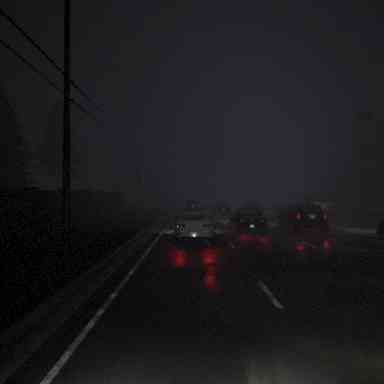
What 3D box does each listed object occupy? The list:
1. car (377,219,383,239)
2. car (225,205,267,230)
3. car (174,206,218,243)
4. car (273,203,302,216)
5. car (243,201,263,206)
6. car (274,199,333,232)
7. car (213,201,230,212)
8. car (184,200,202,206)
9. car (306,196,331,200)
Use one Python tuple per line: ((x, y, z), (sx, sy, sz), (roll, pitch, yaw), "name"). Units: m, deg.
((10.600, 1.612, 15.464), (2.128, 1.511, 4.902), (0, 0, 0), "car")
((3.600, 1.774, 22.165), (1.895, 1.301, 4.718), (0, 0, 0), "car")
((0.087, 1.657, 16.768), (1.812, 1.442, 4.674), (0, 0, 0), "car")
((10.600, 1.891, 37.363), (1.895, 1.301, 4.718), (0, 0, 0), "car")
((7.100, 1.794, 38.876), (2.128, 1.511, 4.902), (0, 0, 0), "car")
((7.100, 1.521, 21.690), (2.097, 1.767, 4.553), (0, 0, 0), "car")
((3.587, 1.835, 39.906), (1.812, 1.442, 4.674), (0, 0, 0), "car")
((0.100, 1.650, 38.620), (2.097, 1.767, 4.553), (0, 0, 0), "car")
((14.100, 1.516, 37.950), (2.150, 2.045, 5.566), (0, 0, 0), "car")
